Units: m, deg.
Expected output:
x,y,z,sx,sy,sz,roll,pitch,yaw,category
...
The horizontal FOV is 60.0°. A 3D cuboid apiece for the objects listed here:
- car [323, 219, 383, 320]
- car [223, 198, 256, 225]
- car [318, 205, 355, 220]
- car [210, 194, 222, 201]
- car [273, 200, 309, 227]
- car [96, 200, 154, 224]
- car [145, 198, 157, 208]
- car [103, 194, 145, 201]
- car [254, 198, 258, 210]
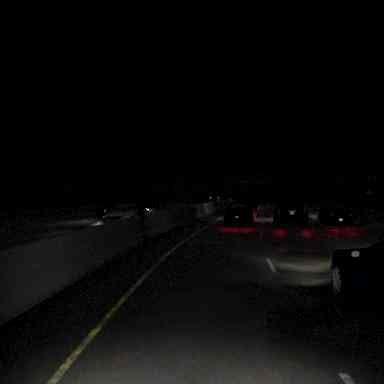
x,y,z,sx,sy,sz,roll,pitch,yaw,category
3.954,1.487,5.518,1.882,1.535,5.008,0,0,4,car
3.407,1.477,24.048,1.882,1.535,5.008,0,0,12,car
10.792,1.621,25.223,1.895,1.301,4.718,0,0,12,car
4.591,1.079,63.020,2.097,1.767,4.553,0,-1,12,car
6.828,1.362,23.305,2.097,1.767,4.553,0,0,12,car
-4.349,1.504,22.366,1.812,1.442,4.674,0,0,12,car
-6.281,1.528,46.267,1.994,1.385,4.181,0,0,13,car
-6.386,1.191,29.524,2.150,2.045,5.566,0,0,12,car
7.329,1.495,42.242,2.128,1.511,4.902,0,0,12,car
